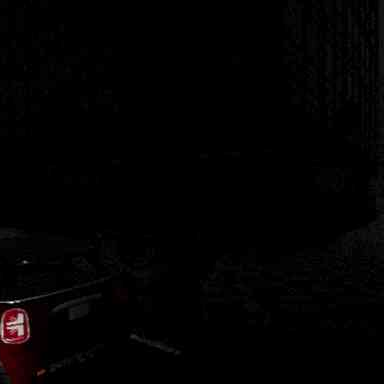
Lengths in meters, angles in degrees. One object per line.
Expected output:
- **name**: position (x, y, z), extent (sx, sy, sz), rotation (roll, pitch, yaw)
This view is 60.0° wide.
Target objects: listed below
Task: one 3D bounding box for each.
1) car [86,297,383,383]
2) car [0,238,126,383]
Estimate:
- **car**: position (1.656, 1.547, 1.786), extent (4.507, 1.381, 1.887), rotation (0, 0, 35)
- **car**: position (-2.906, 1.419, 5.036), extent (4.097, 1.590, 1.967), rotation (0, 0, 35)
